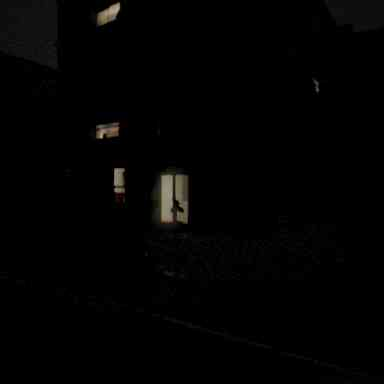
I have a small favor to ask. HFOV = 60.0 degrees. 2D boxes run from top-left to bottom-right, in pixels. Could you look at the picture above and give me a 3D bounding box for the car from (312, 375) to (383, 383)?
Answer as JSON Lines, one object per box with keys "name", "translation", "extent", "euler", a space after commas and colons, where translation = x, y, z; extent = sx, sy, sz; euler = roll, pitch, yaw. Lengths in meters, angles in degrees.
{"name": "car", "translation": [2.519, 1.529, 1.072], "extent": [4.829, 1.417, 1.752], "euler": [0, 1, 36]}
